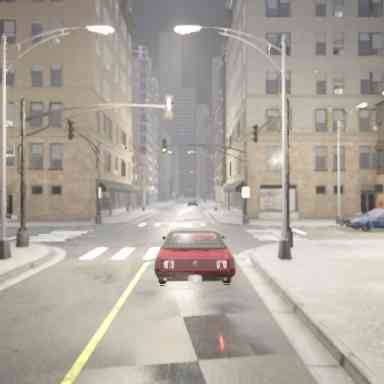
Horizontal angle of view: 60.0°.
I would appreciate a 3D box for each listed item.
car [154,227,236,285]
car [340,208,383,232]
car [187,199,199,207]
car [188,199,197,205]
[{"bbox_3d":[0.045,1.690,9.756,1.895,1.301,4.718,0,-1,-1],"label":"car"},{"bbox_3d":[12.186,1.700,20.621,5.357,1.411,2.033,0,-1,3],"label":"car"},{"bbox_3d":[0.145,2.078,63.007,1.812,1.442,4.674,0,0,0],"label":"car"},{"bbox_3d":[0.058,2.227,72.934,1.895,1.301,4.718,0,0,0],"label":"car"}]
